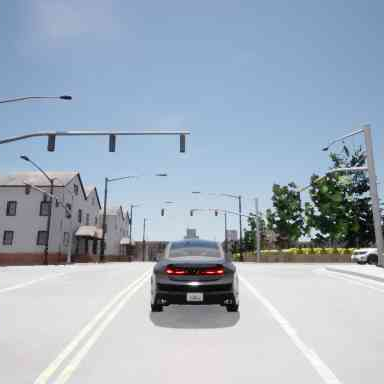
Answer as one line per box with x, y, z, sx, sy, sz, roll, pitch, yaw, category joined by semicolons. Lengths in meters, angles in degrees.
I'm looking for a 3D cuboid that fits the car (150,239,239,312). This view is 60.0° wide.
0.060;1.986;8.596;1.837;1.490;4.892;0;-7;0;car

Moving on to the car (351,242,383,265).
16.844;5.317;28.809;5.566;2.045;2.150;0;-12;1;car

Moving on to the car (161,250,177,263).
-3.654;10.580;54.199;2.150;2.045;5.566;0;-12;0;car

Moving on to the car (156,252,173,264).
-3.645;8.890;44.540;1.812;1.442;4.674;0;-12;0;car
